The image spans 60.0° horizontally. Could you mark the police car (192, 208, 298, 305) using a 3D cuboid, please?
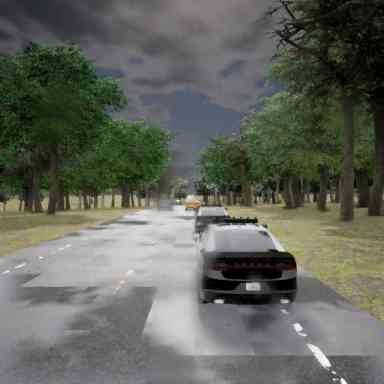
[{"bbox_3d":[1.059,1.436,8.323,1.930,1.638,5.238,0,0,0],"label":"police car"}]

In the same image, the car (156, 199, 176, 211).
[{"bbox_3d":[-3.550,1.729,43.601,1.837,1.490,4.892,0,-1,0],"label":"car"}]

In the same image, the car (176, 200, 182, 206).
[{"bbox_3d":[-3.412,2.549,77.203,1.994,1.385,4.181,0,-2,0],"label":"car"}]

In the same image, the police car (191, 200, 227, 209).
[{"bbox_3d":[1.071,1.474,18.326,1.930,1.638,5.238,0,0,0],"label":"police car"}]

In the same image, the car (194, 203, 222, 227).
[{"bbox_3d":[1.077,1.607,24.216,1.812,1.442,4.674,0,0,0],"label":"car"}]

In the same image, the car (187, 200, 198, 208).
[{"bbox_3d":[0.069,2.147,60.743,1.895,1.301,4.718,0,-1,0],"label":"car"}]

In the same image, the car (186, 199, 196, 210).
[{"bbox_3d":[0.096,1.739,46.252,1.882,1.535,5.008,0,-1,1],"label":"car"}]
